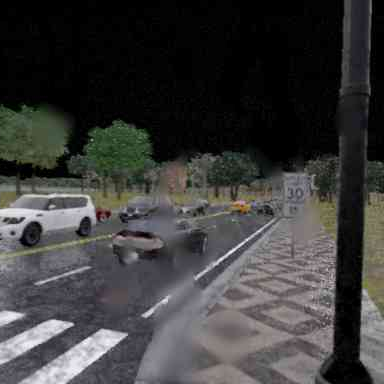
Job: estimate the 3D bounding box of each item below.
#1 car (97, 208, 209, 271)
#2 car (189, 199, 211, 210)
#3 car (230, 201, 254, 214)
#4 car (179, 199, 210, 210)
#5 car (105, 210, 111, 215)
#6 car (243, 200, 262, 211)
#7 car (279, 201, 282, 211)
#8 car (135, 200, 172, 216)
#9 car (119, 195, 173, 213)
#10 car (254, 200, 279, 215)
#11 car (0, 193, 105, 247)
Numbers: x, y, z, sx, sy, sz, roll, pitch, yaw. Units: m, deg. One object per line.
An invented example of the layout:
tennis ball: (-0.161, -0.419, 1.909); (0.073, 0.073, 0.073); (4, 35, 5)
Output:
car: (-0.809, 1.539, 11.282); (2.128, 1.511, 4.902); (2, 0, 19)
car: (1.261, 1.799, 47.748); (1.812, 1.442, 4.674); (2, 0, 19)
car: (6.145, 1.858, 41.744); (1.882, 1.535, 5.008); (2, 0, 19)
car: (0.103, 1.639, 34.478); (2.128, 1.511, 4.902); (2, 0, 19)
car: (-7.476, 1.448, 22.308); (1.895, 1.301, 4.718); (2, 0, 19)
car: (9.553, 2.077, 51.945); (2.033, 1.411, 5.357); (2, 0, 19)
car: (12.720, 1.989, 51.100); (2.097, 1.767, 4.553); (2, 0, 19)
car: (-3.762, 1.535, 33.209); (1.812, 1.442, 4.674); (2, 0, 19)
car: (-3.233, 1.224, 24.654); (2.150, 2.045, 5.566); (2, 0, 19)
car: (9.060, 1.983, 40.235); (1.837, 1.490, 4.892); (2, 0, 19)
car: (-6.560, 1.078, 14.833); (2.150, 2.045, 5.566); (2, 0, 19)
